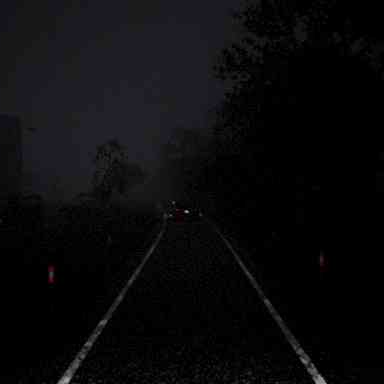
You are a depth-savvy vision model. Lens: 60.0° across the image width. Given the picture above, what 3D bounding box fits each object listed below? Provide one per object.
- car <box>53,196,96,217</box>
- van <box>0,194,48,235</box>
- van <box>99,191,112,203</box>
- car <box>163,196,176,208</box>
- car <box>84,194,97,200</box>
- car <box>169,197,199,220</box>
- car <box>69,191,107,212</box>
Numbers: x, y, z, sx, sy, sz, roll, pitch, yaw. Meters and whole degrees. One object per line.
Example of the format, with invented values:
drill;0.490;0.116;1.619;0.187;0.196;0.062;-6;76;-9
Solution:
car;-9.870;1.277;28.237;2.002;1.452;4.674;0;-1;-5
van;-9.256;1.088;16.998;1.878;1.987;4.442;0;-1;-2
van;-14.503;0.848;55.640;1.878;1.987;4.442;1;-1;-16
car;-2.529;1.229;41.483;1.994;1.385;4.181;0;1;-10
car;-26.611;1.230;86.984;2.231;1.521;4.892;2;-2;-28
car;-0.549;1.374;25.721;1.994;1.385;4.181;0;0;-4
car;-10.395;0.945;33.772;2.435;2.045;5.566;1;-1;-9
